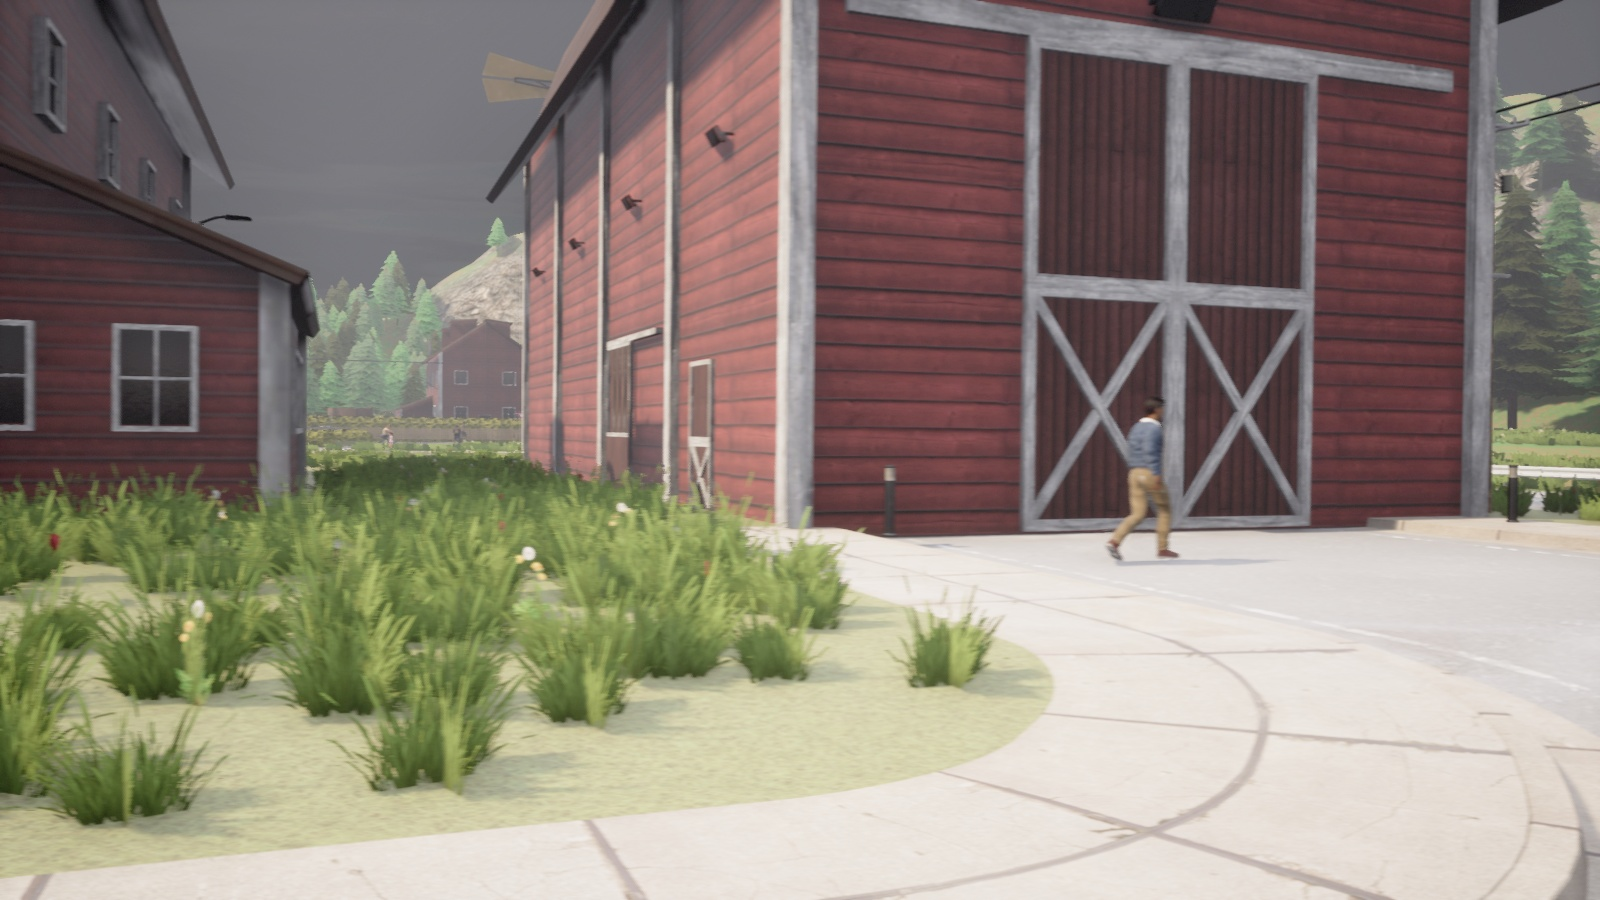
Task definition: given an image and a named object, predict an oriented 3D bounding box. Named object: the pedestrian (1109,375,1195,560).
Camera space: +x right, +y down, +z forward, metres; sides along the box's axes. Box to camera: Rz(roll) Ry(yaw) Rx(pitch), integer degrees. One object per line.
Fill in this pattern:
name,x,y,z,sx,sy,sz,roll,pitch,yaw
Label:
pedestrian,3.814,0.178,13.605,0.788,1.949,0.423,-1,1,-21
